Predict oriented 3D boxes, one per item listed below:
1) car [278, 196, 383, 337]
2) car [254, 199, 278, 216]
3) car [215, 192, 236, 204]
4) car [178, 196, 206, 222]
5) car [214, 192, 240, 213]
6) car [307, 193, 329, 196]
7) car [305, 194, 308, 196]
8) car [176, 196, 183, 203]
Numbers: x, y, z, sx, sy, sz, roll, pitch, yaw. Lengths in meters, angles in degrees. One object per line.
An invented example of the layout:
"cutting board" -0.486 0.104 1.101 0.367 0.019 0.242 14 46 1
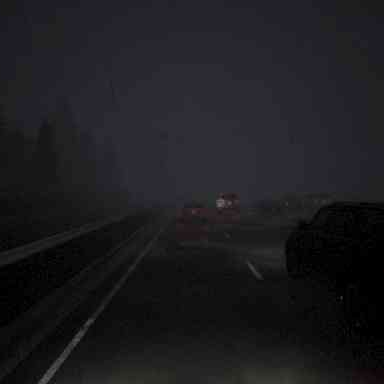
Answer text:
"car" 3.604 1.199 6.740 2.150 2.045 5.566 0 0 0
"car" 7.114 1.385 31.355 1.882 1.535 5.008 0 0 0
"car" 5.910 1.049 58.822 2.150 2.045 5.566 1 0 -11
"car" 0.112 1.382 25.688 1.801 1.575 5.366 0 0 0
"car" 3.616 1.117 34.771 2.150 2.045 5.566 0 0 0
"car" 14.106 1.106 38.335 2.150 2.045 5.566 0 0 0
"car" 10.616 1.246 36.330 2.097 1.767 4.553 0 0 0
"car" -1.674 1.389 60.281 1.994 1.385 4.181 0 0 -11
